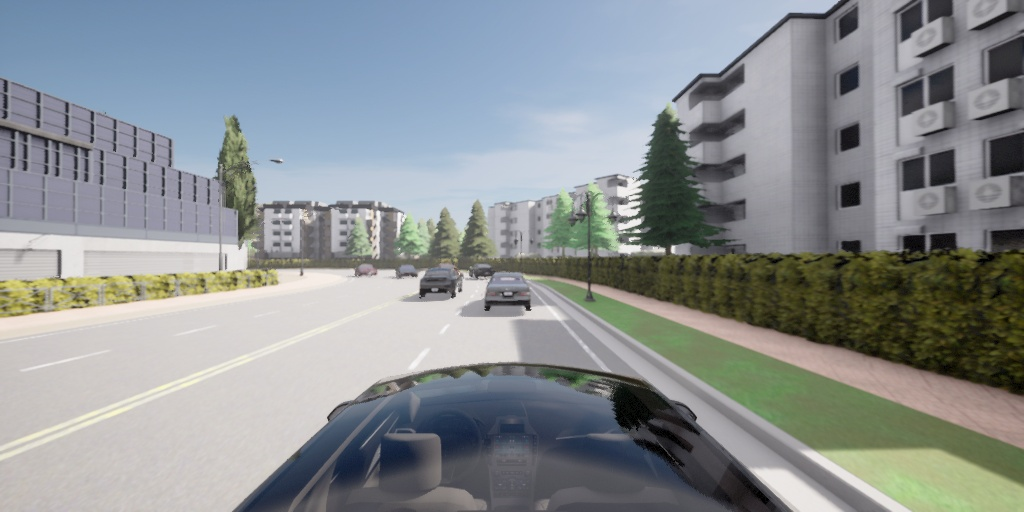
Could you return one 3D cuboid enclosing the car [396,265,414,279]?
[{"bbox_3d":[-11.059,1.626,37.621,2.033,1.411,5.357,0,-1,-23],"label":"car"}]

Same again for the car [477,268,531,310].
[{"bbox_3d":[-0.188,1.406,15.280,2.033,1.411,5.357,0,0,-1],"label":"car"}]

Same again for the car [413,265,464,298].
[{"bbox_3d":[-3.826,1.413,19.824,1.837,1.490,4.892,0,-1,-2],"label":"car"}]

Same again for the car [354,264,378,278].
[{"bbox_3d":[-16.408,1.647,40.312,1.812,1.442,4.674,0,-1,-31],"label":"car"}]

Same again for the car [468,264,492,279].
[{"bbox_3d":[-3.167,1.517,36.598,1.882,1.535,5.008,0,-1,-18],"label":"car"}]
